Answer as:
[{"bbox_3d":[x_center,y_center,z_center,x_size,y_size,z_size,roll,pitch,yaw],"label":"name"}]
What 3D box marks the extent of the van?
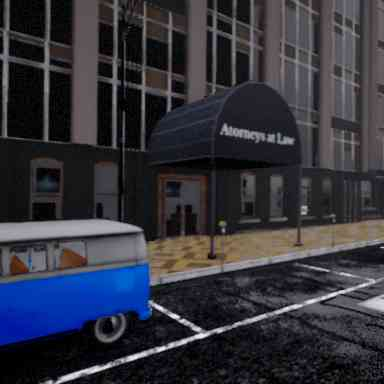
[{"bbox_3d":[-2.540,1.342,4.731,3.998,1.788,1.690,0,1,-36],"label":"van"}]
